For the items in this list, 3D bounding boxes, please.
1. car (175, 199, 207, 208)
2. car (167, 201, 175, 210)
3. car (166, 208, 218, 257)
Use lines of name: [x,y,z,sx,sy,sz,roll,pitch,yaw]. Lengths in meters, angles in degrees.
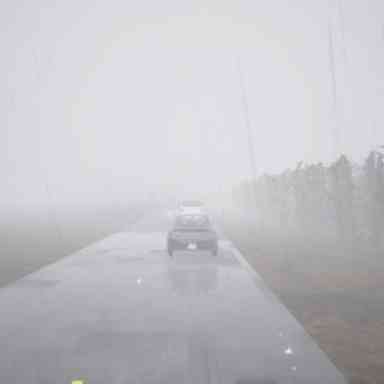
car: [0.021,1.550,27.603,2.150,2.045,5.566,0,0,0]
car: [-2.757,2.162,51.831,2.128,1.511,4.902,0,-1,0]
car: [0.026,1.644,13.534,2.128,1.511,4.902,0,-1,0]
